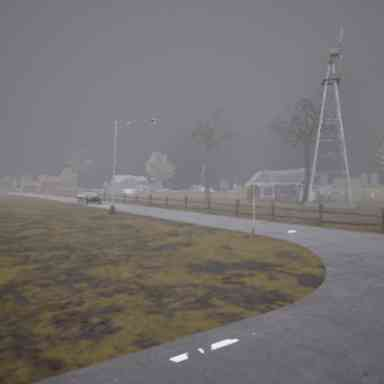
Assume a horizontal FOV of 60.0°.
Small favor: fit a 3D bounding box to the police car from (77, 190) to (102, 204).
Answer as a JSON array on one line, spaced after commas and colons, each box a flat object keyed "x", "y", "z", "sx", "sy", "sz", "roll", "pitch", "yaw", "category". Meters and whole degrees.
[{"x": -12.880, "y": 0.629, "z": 41.642, "sx": 1.930, "sy": 1.638, "sz": 5.238, "roll": 2, "pitch": 0, "yaw": -35, "category": "police car"}]
